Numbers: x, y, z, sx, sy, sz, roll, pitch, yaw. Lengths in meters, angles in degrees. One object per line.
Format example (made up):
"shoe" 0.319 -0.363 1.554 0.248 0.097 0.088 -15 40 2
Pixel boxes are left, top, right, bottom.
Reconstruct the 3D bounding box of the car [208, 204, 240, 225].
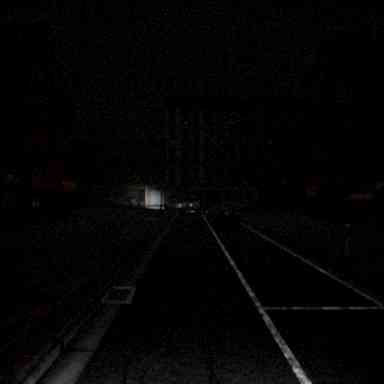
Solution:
"car" 2.526 1.638 25.936 1.967 1.590 4.097 0 0 0

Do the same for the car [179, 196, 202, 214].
"car" 0.004 1.528 39.675 2.150 2.045 5.566 0 0 2

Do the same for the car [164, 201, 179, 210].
"car" -2.266 1.957 48.147 1.895 1.301 4.718 2 -1 -34

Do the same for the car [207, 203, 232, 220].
"car" 2.499 1.792 31.439 2.008 1.369 4.403 0 0 0
